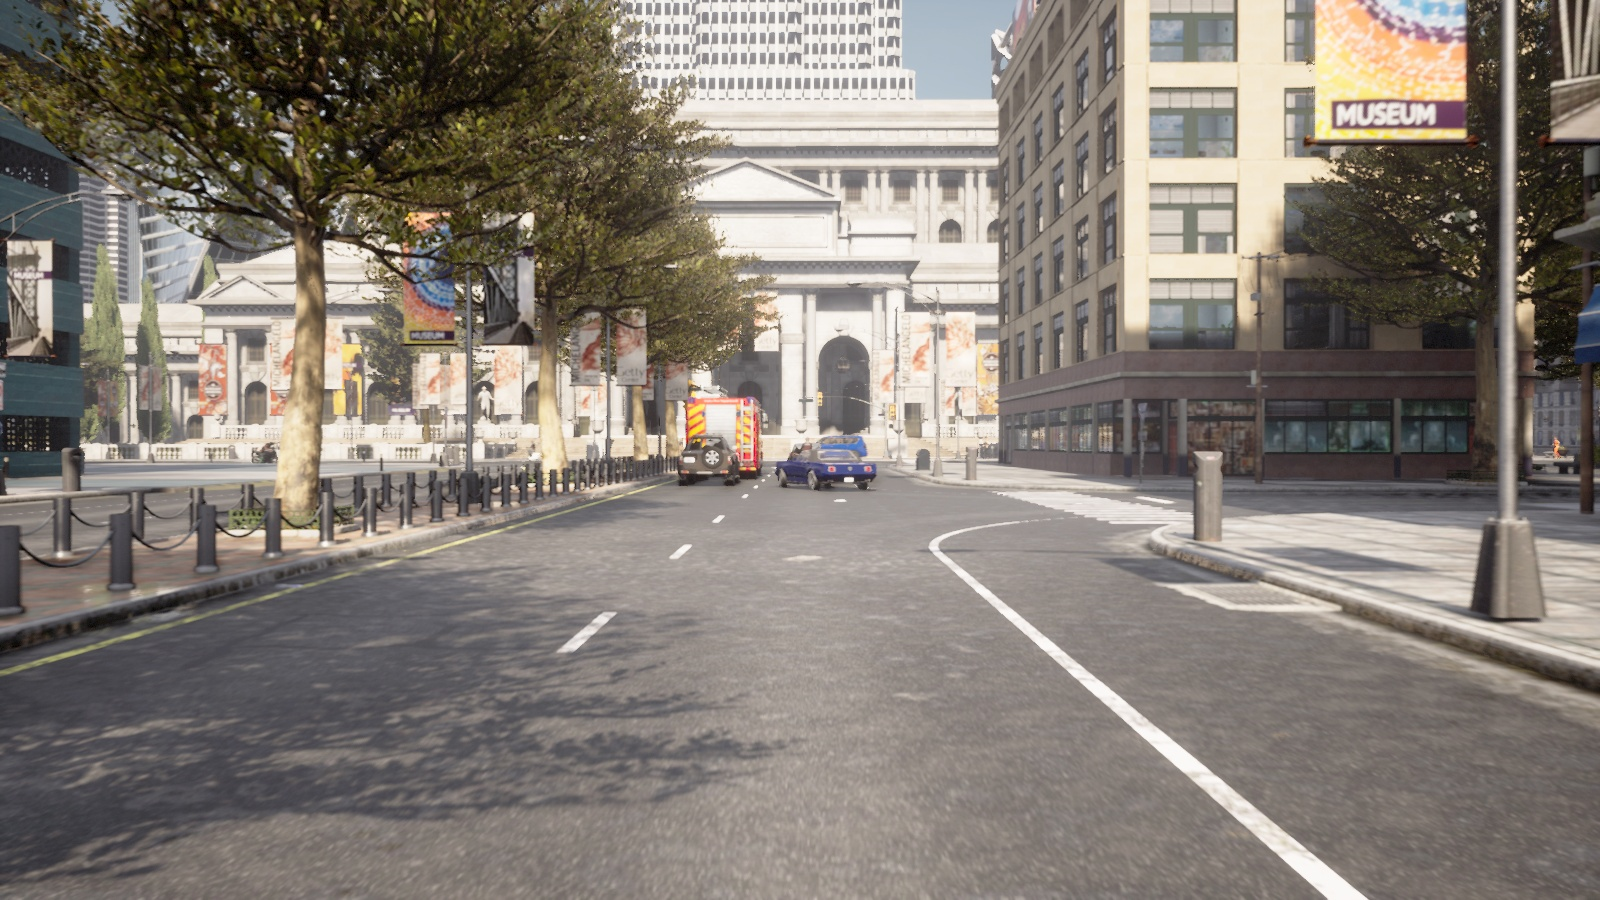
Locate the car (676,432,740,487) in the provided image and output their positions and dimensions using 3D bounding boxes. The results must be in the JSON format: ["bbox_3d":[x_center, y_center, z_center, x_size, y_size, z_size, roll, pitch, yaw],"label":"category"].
[{"bbox_3d":[-3.231,0.307,44.906,1.932,1.855,4.605,0,0,1],"label":"car"}]

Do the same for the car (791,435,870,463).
[{"bbox_3d":[2.276,-0.063,94.038,5.566,2.045,2.150,0,0,-11],"label":"car"}]

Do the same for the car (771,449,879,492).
[{"bbox_3d":[0.729,0.618,40.661,1.895,1.301,4.718,0,0,-20],"label":"car"}]

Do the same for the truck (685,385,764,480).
[{"bbox_3d":[-3.173,-0.730,54.908,2.891,3.827,8.468,0,0,0],"label":"truck"}]

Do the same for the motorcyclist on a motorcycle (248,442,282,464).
[{"bbox_3d":[-37.597,0.201,88.229,2.044,1.523,0.797,0,0,0],"label":"motorcyclist on a motorcycle"}]

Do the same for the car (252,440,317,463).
[{"bbox_3d":[-37.602,0.097,91.728,3.988,1.617,1.851,0,0,0],"label":"car"}]

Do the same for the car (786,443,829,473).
[{"bbox_3d":[0.384,0.379,65.178,2.163,1.488,4.792,0,0,0],"label":"car"}]
